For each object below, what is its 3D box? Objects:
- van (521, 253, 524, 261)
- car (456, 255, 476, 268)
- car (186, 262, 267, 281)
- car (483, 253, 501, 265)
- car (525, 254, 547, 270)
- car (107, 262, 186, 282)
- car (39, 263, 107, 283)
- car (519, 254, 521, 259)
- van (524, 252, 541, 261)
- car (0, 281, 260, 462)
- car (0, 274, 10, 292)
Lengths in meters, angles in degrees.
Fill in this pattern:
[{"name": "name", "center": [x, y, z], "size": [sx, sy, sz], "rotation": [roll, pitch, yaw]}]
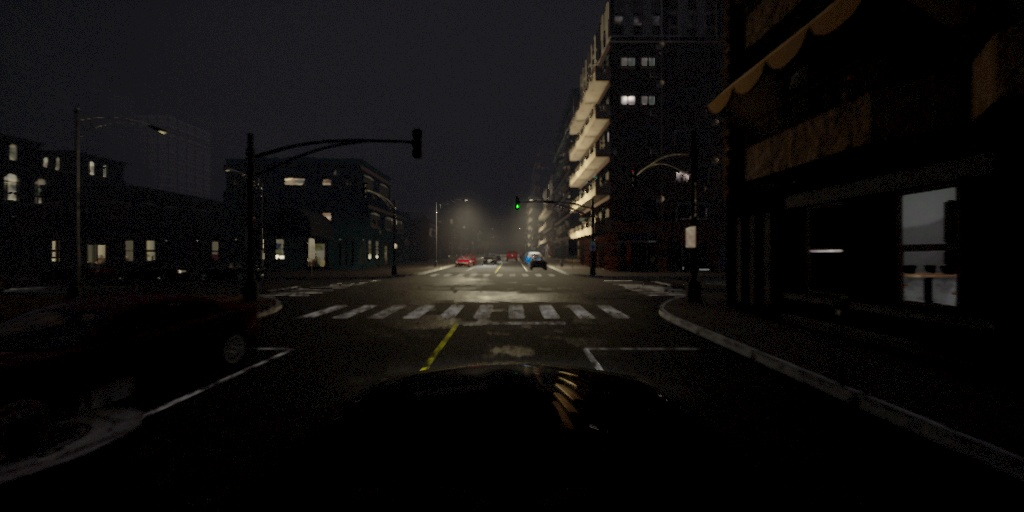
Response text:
[{"name": "van", "center": [2.681, 0.257, 54.212], "size": [1.690, 1.789, 3.998], "rotation": [0, 0, 0]}, {"name": "car", "center": [-5.698, 0.680, 43.014], "size": [1.802, 1.307, 4.207], "rotation": [0, 0, 0]}, {"name": "car", "center": [-19.719, 1.084, 25.258], "size": [4.403, 1.370, 2.007], "rotation": [0, 0, 1]}, {"name": "car", "center": [-3.067, 0.454, 51.318], "size": [2.128, 1.511, 4.902], "rotation": [0, 1, 0]}, {"name": "car", "center": [2.685, 0.738, 37.472], "size": [2.007, 1.370, 4.403], "rotation": [0, 0, 0]}, {"name": "car", "center": [-25.200, 1.124, 25.333], "size": [4.313, 1.339, 1.948], "rotation": [0, 0, 1]}, {"name": "car", "center": [-30.680, 1.165, 25.407], "size": [4.207, 1.307, 1.802], "rotation": [0, 0, 1]}, {"name": "car", "center": [2.679, 0.257, 65.541], "size": [1.751, 1.417, 4.829], "rotation": [0, 0, 0]}, {"name": "van", "center": [2.683, 0.438, 43.051], "size": [1.690, 1.789, 3.998], "rotation": [0, 0, 0]}, {"name": "car", "center": [-5.657, 1.246, 4.954], "size": [1.888, 1.381, 4.507], "rotation": [0, 0, 0]}, {"name": "car", "center": [-26.376, 1.010, 16.709], "size": [4.097, 1.591, 1.967], "rotation": [0, 0, 1]}]
